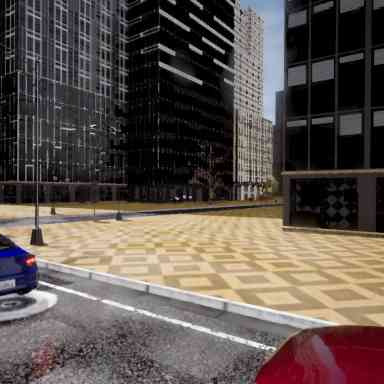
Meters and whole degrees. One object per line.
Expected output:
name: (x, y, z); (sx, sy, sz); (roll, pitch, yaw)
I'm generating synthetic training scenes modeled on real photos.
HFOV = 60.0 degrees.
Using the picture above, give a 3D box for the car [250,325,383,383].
car: (2.367, 1.564, 1.988); (4.181, 1.385, 1.994); (0, 0, 35)

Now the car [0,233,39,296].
car: (-5.236, 1.522, 7.415); (4.674, 1.442, 1.812); (0, 0, 36)
